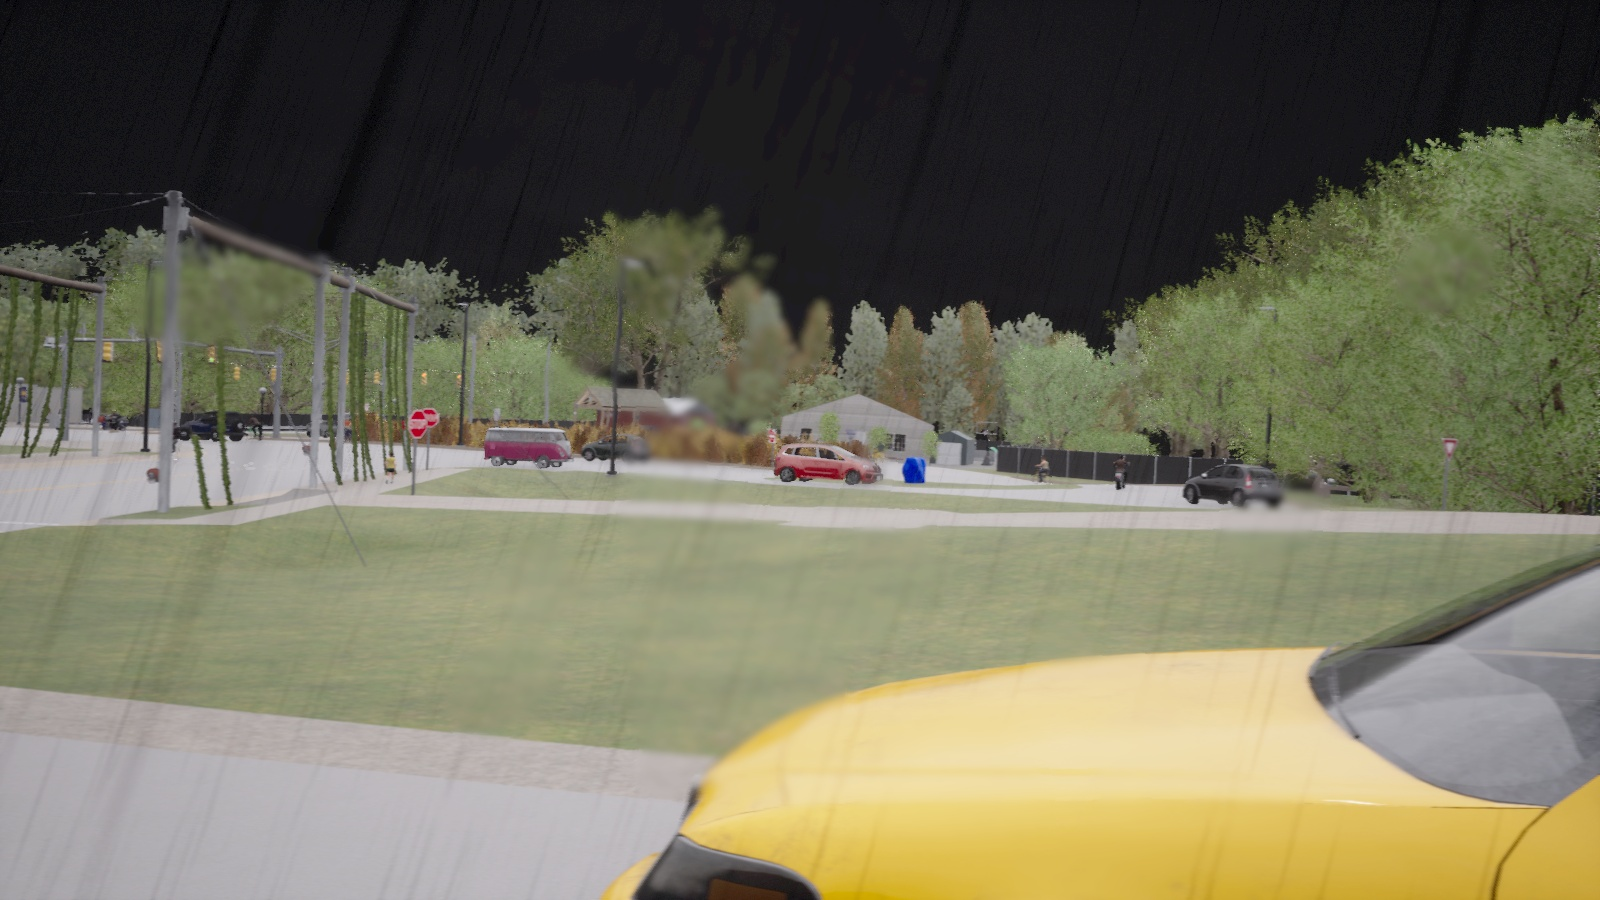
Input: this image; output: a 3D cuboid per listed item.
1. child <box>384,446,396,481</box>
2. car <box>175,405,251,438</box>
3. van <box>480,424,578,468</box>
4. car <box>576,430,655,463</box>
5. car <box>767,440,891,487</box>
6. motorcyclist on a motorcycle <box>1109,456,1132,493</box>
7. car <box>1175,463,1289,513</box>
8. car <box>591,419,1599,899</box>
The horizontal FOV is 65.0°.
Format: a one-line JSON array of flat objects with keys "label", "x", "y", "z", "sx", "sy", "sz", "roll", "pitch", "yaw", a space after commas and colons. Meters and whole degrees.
[{"label": "child", "x": -13.522, "y": 0.435, "z": 41.395, "sx": 0.255, "sy": 1.110, "sz": 0.394, "roll": 3, "pitch": 2, "yaw": -7}, {"label": "car", "x": -35.553, "y": -1.739, "z": 76.111, "sx": 3.866, "sy": 1.878, "sz": 1.905, "roll": 2, "pitch": 2, "yaw": 17}, {"label": "van", "x": -13.594, "y": -0.218, "z": 62.958, "sx": 4.442, "sy": 1.987, "sz": 1.775, "roll": 3, "pitch": 2, "yaw": 16}, {"label": "car", "x": -10.549, "y": -0.221, "z": 71.862, "sx": 3.988, "sy": 1.617, "sz": 1.851, "roll": 4, "pitch": 2, "yaw": 22}, {"label": "car", "x": 1.239, "y": 0.546, "z": 52.578, "sx": 4.611, "sy": 1.667, "sz": 2.242, "roll": 3, "pitch": 0, "yaw": 22}, {"label": "motorcyclist on a motorcycle", "x": 14.832, "y": 1.134, "z": 58.006, "sx": 0.766, "sy": 1.649, "sz": 2.350, "roll": 1, "pitch": 0, "yaw": 20}, {"label": "car", "x": 16.145, "y": 1.406, "z": 47.147, "sx": 1.851, "sy": 1.617, "sz": 3.988, "roll": 3, "pitch": 1, "yaw": -21}, {"label": "car", "x": 2.434, "y": 0.737, "z": 2.374, "sx": 5.366, "sy": 1.575, "sz": 1.801, "roll": 0, "pitch": 1, "yaw": 19}]
